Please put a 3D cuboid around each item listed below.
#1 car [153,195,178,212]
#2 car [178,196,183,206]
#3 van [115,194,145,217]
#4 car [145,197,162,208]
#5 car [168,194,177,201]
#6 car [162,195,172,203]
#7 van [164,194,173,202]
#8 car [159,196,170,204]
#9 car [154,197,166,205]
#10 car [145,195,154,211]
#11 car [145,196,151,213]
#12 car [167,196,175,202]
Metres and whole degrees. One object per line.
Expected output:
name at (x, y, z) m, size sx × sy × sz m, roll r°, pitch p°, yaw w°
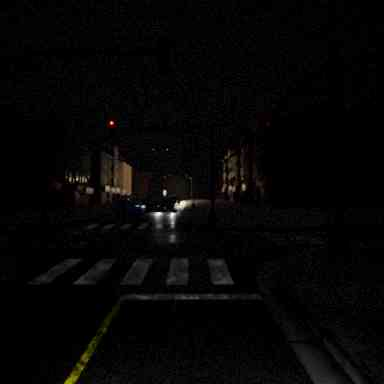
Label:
car at (-2.835, 1.412, 36.892) m, size 1.837 × 1.490 × 4.892 m, roll 0°, pitch 0°, yaw 0°
car at (-2.894, 1.377, 54.698) m, size 1.837 × 1.490 × 4.892 m, roll 0°, pitch 0°, yaw 0°
van at (-5.415, 1.191, 28.534) m, size 1.690 × 1.788 × 3.998 m, roll 2°, pitch 0°, yaw 0°
car at (-5.486, 1.476, 47.419) m, size 1.887 × 1.381 × 4.507 m, roll 2°, pitch 0°, yaw 0°
car at (-5.645, 1.650, 95.032) m, size 2.192 × 1.841 × 5.009 m, roll 1°, pitch -1°, yaw 0°
car at (-5.574, 1.561, 73.871) m, size 1.967 × 1.590 × 4.097 m, roll 1°, pitch 0°, yaw 0°
van at (-5.590, 1.510, 79.162) m, size 1.690 × 1.788 × 3.998 m, roll 1°, pitch -1°, yaw 0°
car at (-5.559, 1.620, 68.581) m, size 1.887 × 1.381 × 4.507 m, roll 1°, pitch 0°, yaw 0°
car at (-5.523, 1.578, 58.000) m, size 1.802 × 1.307 × 4.206 m, roll 2°, pitch 0°, yaw 0°
car at (-5.443, 1.197, 36.840) m, size 2.192 × 1.841 × 5.009 m, roll 2°, pitch 0°, yaw 0°
car at (-5.433, 1.413, 31.854) m, size 2.008 × 1.369 × 4.403 m, roll 2°, pitch 0°, yaw 0°
car at (-5.631, 1.827, 89.741) m, size 2.008 × 1.369 × 4.403 m, roll 1°, pitch -1°, yaw 0°
